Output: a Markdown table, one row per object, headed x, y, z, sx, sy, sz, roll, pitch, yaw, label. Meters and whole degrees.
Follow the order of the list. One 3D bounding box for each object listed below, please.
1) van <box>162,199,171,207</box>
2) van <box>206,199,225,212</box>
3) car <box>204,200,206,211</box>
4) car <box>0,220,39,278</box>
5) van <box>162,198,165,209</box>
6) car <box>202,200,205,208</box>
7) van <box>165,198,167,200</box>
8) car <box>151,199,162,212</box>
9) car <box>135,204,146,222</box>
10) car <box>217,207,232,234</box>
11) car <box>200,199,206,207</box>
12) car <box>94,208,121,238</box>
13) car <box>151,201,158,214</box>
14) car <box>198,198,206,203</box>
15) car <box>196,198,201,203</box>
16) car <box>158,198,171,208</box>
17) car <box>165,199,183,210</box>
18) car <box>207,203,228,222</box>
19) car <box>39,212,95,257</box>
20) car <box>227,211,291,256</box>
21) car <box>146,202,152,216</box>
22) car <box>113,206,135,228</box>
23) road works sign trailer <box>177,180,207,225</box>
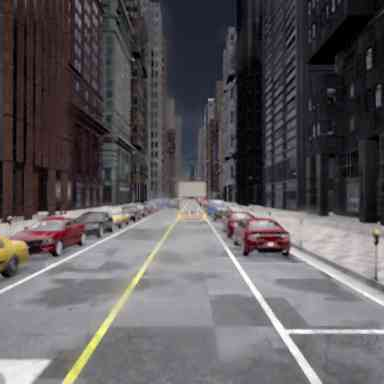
| x | y | z | sx | sy | sz | roll | pitch | yaw | label |
| --- | --- | --- | --- | --- | --- | --- | --- | --- | --- |
| -5.782 | 2.394 | 75.866 | 1.690 | 1.788 | 3.998 | 0 | -1 | 0 | van |
| 2.753 | 1.832 | 36.433 | 1.690 | 1.788 | 3.998 | 0 | -1 | 0 | van |
| 2.751 | 2.120 | 42.066 | 2.008 | 1.369 | 4.403 | 0 | -1 | 0 | car |
| -5.765 | 1.633 | 8.062 | 1.752 | 1.417 | 4.829 | 0 | -1 | 0 | car |
| -5.777 | 2.069 | 53.323 | 1.690 | 1.788 | 3.998 | 0 | -1 | 0 | van |
| 2.750 | 2.230 | 47.702 | 1.802 | 1.307 | 4.206 | 0 | -1 | 0 | car |
| -5.778 | 2.150 | 58.959 | 1.690 | 1.788 | 3.998 | 0 | -1 | 0 | van |
| -5.775 | 2.088 | 47.686 | 1.967 | 1.590 | 4.097 | 0 | -1 | 0 | car |
| -5.771 | 1.978 | 30.775 | 1.947 | 1.339 | 4.313 | 0 | -1 | 0 | car |
| 2.757 | 1.805 | 19.524 | 1.887 | 1.381 | 4.507 | 0 | -1 | 0 | car |
| 2.749 | 2.279 | 53.338 | 2.008 | 1.369 | 4.403 | 0 | -1 | 0 | car |
| -5.768 | 1.826 | 19.504 | 1.947 | 1.339 | 4.313 | 0 | -1 | 0 | car |
| -5.774 | 2.134 | 42.048 | 1.947 | 1.339 | 4.313 | 0 | -1 | 0 | car |
| 2.746 | 2.435 | 64.609 | 1.887 | 1.381 | 4.507 | 0 | -1 | 0 | car |
| 2.743 | 2.369 | 75.883 | 2.192 | 1.841 | 5.009 | 0 | -1 | 0 | car |
| -5.781 | 2.286 | 70.231 | 2.192 | 1.841 | 5.009 | 0 | -1 | 0 | car |
| -3.067 | 2.323 | 56.694 | 2.033 | 1.411 | 5.357 | 0 | -1 | 1 | car |
| 2.754 | 1.964 | 30.795 | 2.008 | 1.369 | 4.403 | 0 | -1 | 0 | car |
| -5.767 | 1.729 | 13.868 | 1.887 | 1.381 | 4.507 | 0 | -1 | 0 | car |
| 2.759 | 1.730 | 13.888 | 1.887 | 1.381 | 4.507 | 0 | -1 | 0 | car |
| -5.772 | 2.072 | 36.412 | 1.802 | 1.307 | 4.206 | 0 | -1 | 0 | car |
| -5.769 | 1.859 | 24.970 | 1.752 | 1.417 | 4.829 | 0 | -1 | 0 | car |
| -0.006 | 0.828 | 27.194 | 2.380 | 3.560 | 2.880 | 0 | -1 | 0 | road works sign trailer |
